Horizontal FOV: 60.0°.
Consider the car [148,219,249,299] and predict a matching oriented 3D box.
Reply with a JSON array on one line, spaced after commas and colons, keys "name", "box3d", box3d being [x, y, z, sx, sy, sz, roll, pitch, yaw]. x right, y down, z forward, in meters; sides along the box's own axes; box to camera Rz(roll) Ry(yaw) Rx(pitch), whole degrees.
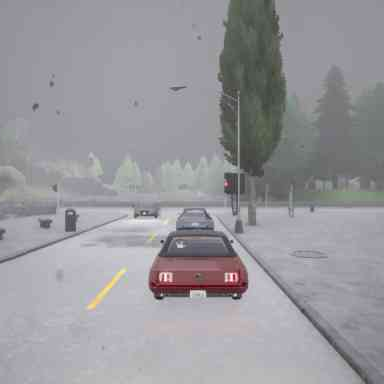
[{"name": "car", "box3d": [0.125, 1.601, 8.373, 1.895, 1.301, 4.718, 0, 0, 0]}]

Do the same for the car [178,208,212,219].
[{"name": "car", "box3d": [0.157, 1.564, 18.413, 1.994, 1.385, 4.181, 0, 0, 0]}]

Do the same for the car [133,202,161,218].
[{"name": "car", "box3d": [-3.909, 1.571, 29.420, 1.994, 1.385, 4.181, 0, 0, 0]}]
